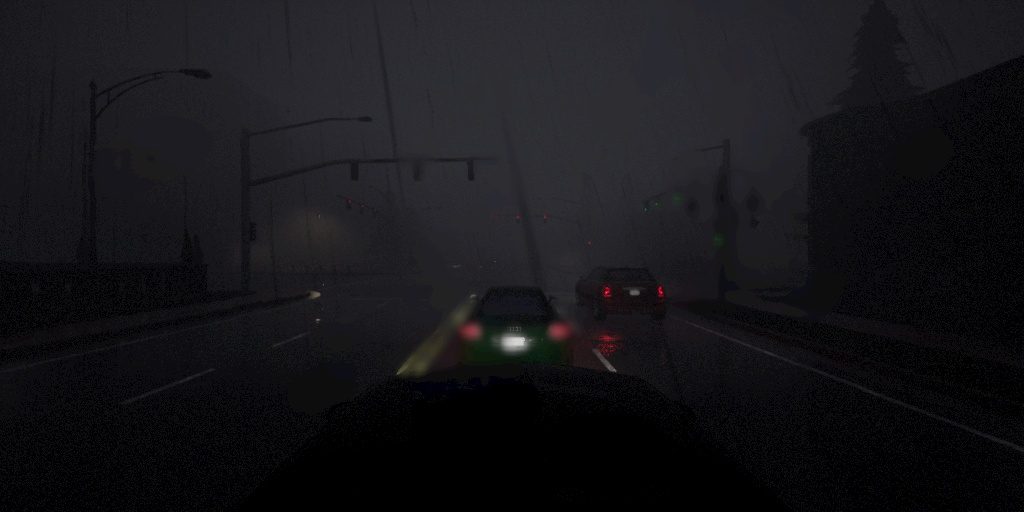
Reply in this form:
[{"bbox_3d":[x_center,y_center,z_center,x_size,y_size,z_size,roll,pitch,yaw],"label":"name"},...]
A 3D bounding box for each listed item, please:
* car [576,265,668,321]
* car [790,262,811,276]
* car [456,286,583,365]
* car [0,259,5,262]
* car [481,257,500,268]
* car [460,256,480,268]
[{"bbox_3d":[3.579,1.089,12.569,2.097,1.767,4.553,0,0,0],"label":"car"},{"bbox_3d":[29.219,1.186,34.199,5.008,1.535,1.882,0,0,-9],"label":"car"},{"bbox_3d":[0.063,1.307,7.558,1.994,1.385,4.181,0,0,0],"label":"car"},{"bbox_3d":[-42.433,0.939,26.838,5.566,2.045,2.150,0,0,0],"label":"car"},{"bbox_3d":[-3.579,1.026,60.988,2.097,1.767,4.553,0,0,0],"label":"car"},{"bbox_3d":[-7.075,1.152,61.095,1.882,1.535,5.008,0,0,0],"label":"car"}]
